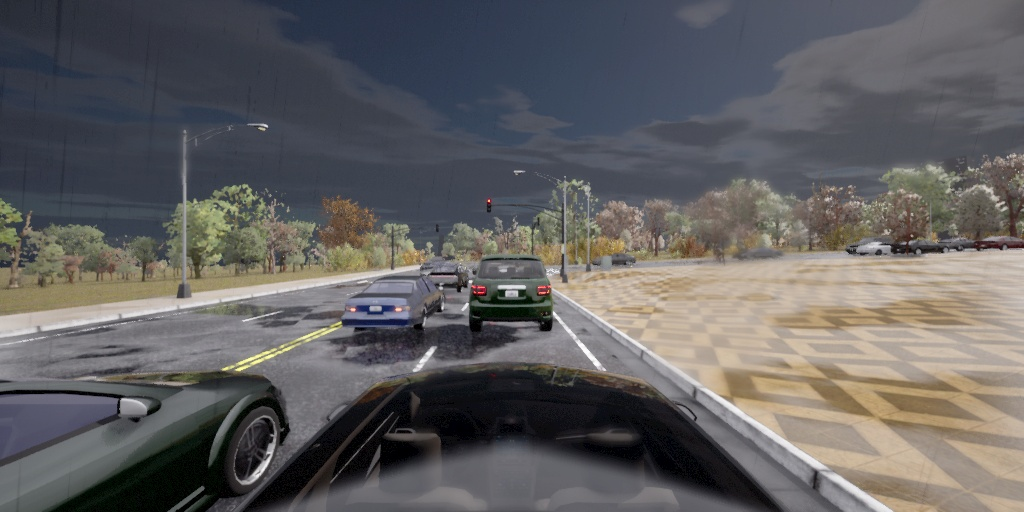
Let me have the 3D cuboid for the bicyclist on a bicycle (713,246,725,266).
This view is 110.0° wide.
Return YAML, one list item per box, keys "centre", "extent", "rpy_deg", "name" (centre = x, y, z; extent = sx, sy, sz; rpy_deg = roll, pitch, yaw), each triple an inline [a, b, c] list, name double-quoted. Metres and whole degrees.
- centre: [17.399, -0.003, 30.151]
  extent: [0.582, 1.620, 1.656]
  rpy_deg: [-2, 0, -3]
  name: "bicyclist on a bicycle"

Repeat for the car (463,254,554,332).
- centre: [-0.063, 0.975, 11.046]
  extent: [2.150, 2.045, 5.566]
  rpy_deg: [0, 0, -1]
  name: "car"

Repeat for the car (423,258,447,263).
- centre: [-6.259, 1.232, 31.329]
  extent: [2.128, 1.511, 4.902]
  rpy_deg: [-1, 1, 17]
  name: "car"

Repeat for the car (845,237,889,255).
- centre: [43.307, -1.241, 43.073]
  extent: [5.566, 2.045, 2.150]
  rpy_deg: [-2, 0, -6]
  name: "car"

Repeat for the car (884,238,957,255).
- centre: [41.236, -0.887, 36.258]
  extent: [5.008, 1.535, 1.882]
  rpy_deg: [-3, 0, -5]
  name: "car"

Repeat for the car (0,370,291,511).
- centre: [-3.173, 1.314, 1.827]
  extent: [1.994, 1.385, 4.181]
  rpy_deg: [0, 0, 0]
  name: "car"

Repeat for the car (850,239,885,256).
- centre: [40.574, -0.814, 39.457]
  extent: [4.674, 1.442, 1.812]
  rpy_deg: [-3, 0, -6]
  name: "car"

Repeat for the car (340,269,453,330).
- centre: [-3.311, 1.301, 11.049]
  extent: [2.033, 1.411, 5.357]
  rpy_deg: [0, 0, -1]
  name: "car"

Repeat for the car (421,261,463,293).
- centre: [-3.624, 1.252, 20.795]
  extent: [2.128, 1.511, 4.902]
  rpy_deg: [0, 0, 0]
  name: "car"

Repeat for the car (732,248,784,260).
- centre: [28.663, -0.260, 41.810]
  extent: [5.357, 1.411, 2.033]
  rpy_deg: [-3, 0, -4]
  name: "car"

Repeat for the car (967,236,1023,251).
- centre: [51.155, -1.324, 37.392]
  extent: [5.008, 1.535, 1.882]
  rpy_deg: [-3, 0, -7]
  name: "car"

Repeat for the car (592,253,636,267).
- centre: [11.561, 0.476, 40.782]
  extent: [4.892, 1.490, 1.837]
  rpy_deg: [-3, 0, -2]
  name: "car"
